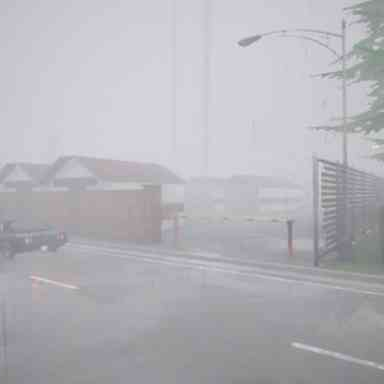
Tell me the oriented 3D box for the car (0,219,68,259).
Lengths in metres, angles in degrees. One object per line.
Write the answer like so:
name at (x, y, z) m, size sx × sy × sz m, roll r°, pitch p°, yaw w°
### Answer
car at (-7.108, 1.741, 13.260) m, size 4.718 × 1.301 × 1.895 m, roll -1°, pitch 0°, yaw 36°
